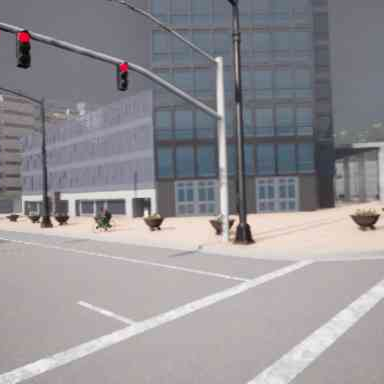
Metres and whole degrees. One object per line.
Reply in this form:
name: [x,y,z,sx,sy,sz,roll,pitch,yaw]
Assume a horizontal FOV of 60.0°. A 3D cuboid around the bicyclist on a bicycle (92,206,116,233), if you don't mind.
bicyclist on a bicycle: [-5.412,1.688,20.431,0.582,1.620,1.656,-3,-1,43]
